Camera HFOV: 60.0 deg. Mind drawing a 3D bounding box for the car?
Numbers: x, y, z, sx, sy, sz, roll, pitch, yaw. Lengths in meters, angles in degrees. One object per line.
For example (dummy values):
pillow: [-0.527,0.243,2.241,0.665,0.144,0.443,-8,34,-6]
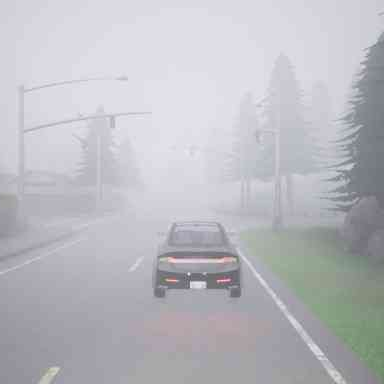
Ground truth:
car: [0.118,1.491,8.517,2.128,1.511,4.902,0,0,0]
